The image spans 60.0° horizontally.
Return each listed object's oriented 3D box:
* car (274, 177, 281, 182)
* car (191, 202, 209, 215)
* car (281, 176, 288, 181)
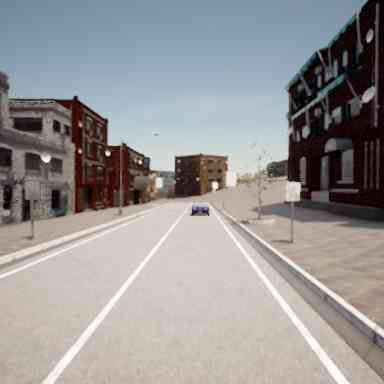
[{"bbox_3d":[24.511,-3.283,89.085,2.097,1.535,5.008,0,1,-2],"label":"car"},{"bbox_3d":[0.900,1.753,36.047,1.895,1.301,4.718,0,0,1],"label":"car"},{"bbox_3d":[24.851,-3.330,83.570,2.185,1.767,4.553,0,1,-3],"label":"car"}]
